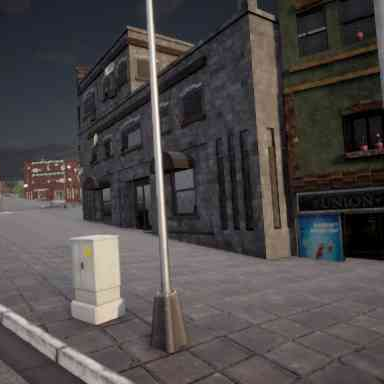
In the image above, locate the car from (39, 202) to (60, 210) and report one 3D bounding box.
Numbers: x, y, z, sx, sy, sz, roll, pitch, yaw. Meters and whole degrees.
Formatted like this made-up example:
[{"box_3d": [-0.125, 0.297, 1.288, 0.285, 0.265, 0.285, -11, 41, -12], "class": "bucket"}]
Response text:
[{"box_3d": [-26.108, 2.537, 60.929, 2.128, 1.511, 4.902, -4, -1, 5], "class": "car"}]
